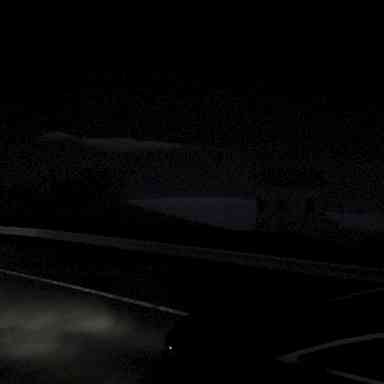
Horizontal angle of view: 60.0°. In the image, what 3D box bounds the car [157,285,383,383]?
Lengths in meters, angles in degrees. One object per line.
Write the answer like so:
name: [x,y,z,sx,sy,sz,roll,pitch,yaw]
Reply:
car: [1.919,1.486,2.465,4.902,1.511,2.128,0,0,35]
